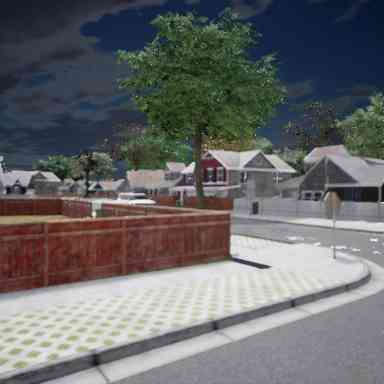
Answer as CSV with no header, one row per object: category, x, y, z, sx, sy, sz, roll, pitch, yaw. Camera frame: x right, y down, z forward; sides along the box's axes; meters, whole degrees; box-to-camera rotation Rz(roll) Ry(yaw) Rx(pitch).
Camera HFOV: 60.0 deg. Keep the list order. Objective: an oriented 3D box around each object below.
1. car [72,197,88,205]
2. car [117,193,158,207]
car,-16.567,1.391,48.486,1.895,1.301,4.718,0,1,-31
car,-5.363,1.130,31.780,2.150,2.045,5.566,0,1,-35
